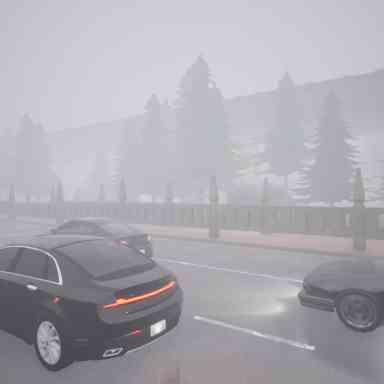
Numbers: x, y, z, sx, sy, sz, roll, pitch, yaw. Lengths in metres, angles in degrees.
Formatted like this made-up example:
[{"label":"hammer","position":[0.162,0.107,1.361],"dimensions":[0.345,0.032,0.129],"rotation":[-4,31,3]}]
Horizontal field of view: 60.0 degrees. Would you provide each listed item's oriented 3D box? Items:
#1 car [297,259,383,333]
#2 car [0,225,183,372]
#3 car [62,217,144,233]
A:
[{"label":"car","position":[4.510,1.547,5.075],"dimensions":[5.357,1.411,2.033],"rotation":[0,0,35]},{"label":"car","position":[-2.411,1.505,5.707],"dimensions":[4.892,1.490,1.837],"rotation":[0,0,35]},{"label":"car","position":[-3.305,1.526,10.637],"dimensions":[4.674,1.442,1.812],"rotation":[0,0,35]}]
